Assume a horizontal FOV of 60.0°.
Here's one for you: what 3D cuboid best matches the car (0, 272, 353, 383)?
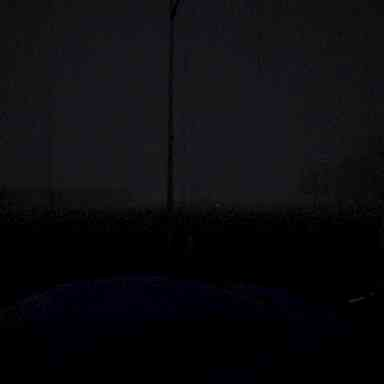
[{"bbox_3d":[-0.797,1.485,2.503,5.008,1.535,1.882,1,0,-35],"label":"car"}]

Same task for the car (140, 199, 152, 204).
[{"bbox_3d":[-12.951,2.679,93.809,1.837,1.490,4.892,1,-1,-36],"label":"car"}]

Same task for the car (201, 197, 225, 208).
[{"bbox_3d":[4.146,2.089,65.619,2.150,2.045,5.566,1,-2,-36],"label":"car"}]
